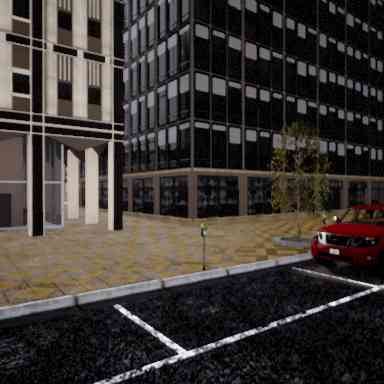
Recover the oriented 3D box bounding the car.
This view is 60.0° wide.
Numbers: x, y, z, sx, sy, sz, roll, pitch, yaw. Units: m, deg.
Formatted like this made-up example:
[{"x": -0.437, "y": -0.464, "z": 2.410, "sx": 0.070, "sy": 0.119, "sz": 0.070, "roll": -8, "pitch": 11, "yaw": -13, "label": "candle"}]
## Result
[{"x": 5.916, "y": 1.303, "z": 10.515, "sx": 5.009, "sy": 1.841, "sz": 2.192, "roll": 0, "pitch": 0, "yaw": -36, "label": "car"}]
